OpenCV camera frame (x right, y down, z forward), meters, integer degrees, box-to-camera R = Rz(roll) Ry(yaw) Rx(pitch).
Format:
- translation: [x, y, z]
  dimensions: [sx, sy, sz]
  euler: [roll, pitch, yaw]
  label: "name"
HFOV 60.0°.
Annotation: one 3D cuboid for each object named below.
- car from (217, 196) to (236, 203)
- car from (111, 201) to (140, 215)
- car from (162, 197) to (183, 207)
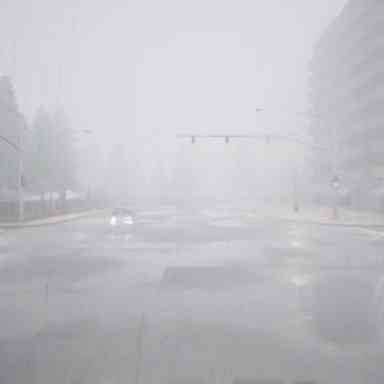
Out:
- translation: [6.845, 1.432, 65.753]
  dimensions: [4.674, 1.442, 1.812]
  euler: [0, 0, -44]
  label: "car"
- translation: [-6.545, 1.580, 33.168]
  dimensions: [1.895, 1.301, 4.718]
  euler: [0, 0, 3]
  label: "car"
- translation: [-2.930, 1.514, 51.166]
  dimensions: [1.994, 1.385, 4.181]
  euler: [0, 0, 24]
  label: "car"
